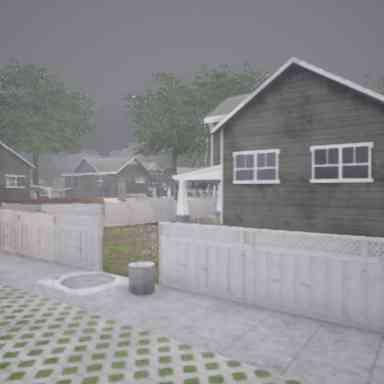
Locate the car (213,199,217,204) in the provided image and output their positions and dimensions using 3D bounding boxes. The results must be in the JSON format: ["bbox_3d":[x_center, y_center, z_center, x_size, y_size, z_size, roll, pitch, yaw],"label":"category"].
[{"bbox_3d":[4.404,1.714,51.063,2.033,1.411,5.357,0,0,36],"label":"car"}]
